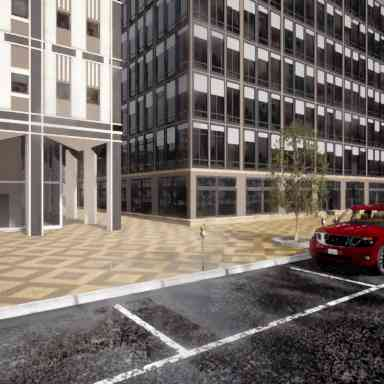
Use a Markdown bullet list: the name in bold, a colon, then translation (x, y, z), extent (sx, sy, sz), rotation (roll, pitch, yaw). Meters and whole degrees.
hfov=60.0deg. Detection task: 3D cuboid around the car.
- **car**: translation (5.885, 1.314, 10.588), extent (5.009, 1.841, 2.192), rotation (0, 0, -36)
